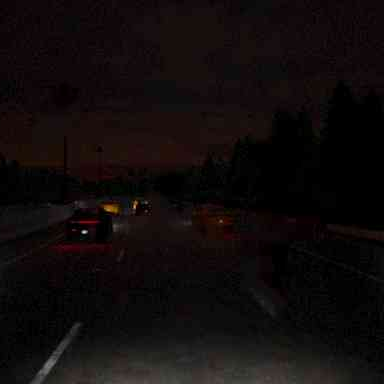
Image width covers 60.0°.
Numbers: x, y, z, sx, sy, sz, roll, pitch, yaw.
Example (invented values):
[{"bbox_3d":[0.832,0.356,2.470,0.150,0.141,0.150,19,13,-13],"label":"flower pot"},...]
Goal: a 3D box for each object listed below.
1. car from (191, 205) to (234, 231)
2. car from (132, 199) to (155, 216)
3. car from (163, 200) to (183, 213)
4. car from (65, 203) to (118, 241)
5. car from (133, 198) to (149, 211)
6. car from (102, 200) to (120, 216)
[{"bbox_3d":[1.203,1.555,21.231,1.882,1.535,5.008,0,0,-10],"label":"car"},{"bbox_3d":[-4.790,1.615,33.748,2.128,1.511,4.902,0,0,-11],"label":"car"},{"bbox_3d":[-2.272,1.689,39.055,2.033,1.411,5.357,0,0,-11],"label":"car"},{"bbox_3d":[-5.176,1.554,17.125,2.128,1.511,4.902,0,0,-9],"label":"car"},{"bbox_3d":[-6.774,1.637,43.699,1.882,1.535,5.008,0,0,-11],"label":"car"},{"bbox_3d":[-8.439,1.603,34.176,1.882,1.535,5.008,0,-1,-11],"label":"car"}]
